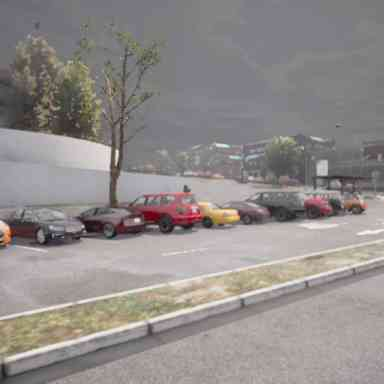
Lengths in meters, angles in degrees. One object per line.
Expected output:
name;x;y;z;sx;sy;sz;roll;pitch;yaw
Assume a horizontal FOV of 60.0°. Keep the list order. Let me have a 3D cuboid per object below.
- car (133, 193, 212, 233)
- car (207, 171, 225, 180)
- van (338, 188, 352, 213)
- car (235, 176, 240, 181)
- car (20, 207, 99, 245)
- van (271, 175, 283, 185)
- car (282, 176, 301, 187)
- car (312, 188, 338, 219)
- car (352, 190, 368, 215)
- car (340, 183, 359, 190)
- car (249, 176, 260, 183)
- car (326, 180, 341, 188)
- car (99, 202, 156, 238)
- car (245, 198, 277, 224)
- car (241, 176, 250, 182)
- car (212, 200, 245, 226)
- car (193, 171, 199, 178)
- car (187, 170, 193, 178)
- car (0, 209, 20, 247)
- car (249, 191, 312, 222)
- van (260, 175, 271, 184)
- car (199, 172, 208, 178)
car;-2.067;1.112;18.764;5.566;2.045;2.435;-1;0;35
car;6.925;-4.023;87.270;1.946;1.575;5.366;6;4;34
van;10.337;0.933;27.353;4.442;1.987;1.878;-1;-1;35
car;12.042;-3.161;79.768;2.002;1.452;4.674;6;4;35
car;-6.927;1.447;15.274;4.892;1.521;2.231;-1;0;35
van;18.931;-2.332;69.791;1.878;1.987;4.442;7;4;35
car;20.698;-1.834;67.434;2.231;1.521;4.892;6;4;35
car;7.799;0.949;25.683;5.566;2.045;2.435;-1;-1;35
car;12.747;0.995;29.104;4.553;1.767;2.185;-1;0;35
car;27.614;-0.704;57.587;2.002;1.452;4.674;6;4;35
car;15.623;-2.658;74.990;1.946;1.575;5.366;6;4;35
car;25.916;-1.267;60.054;2.435;2.045;5.566;6;4;35
car;-4.507;1.433;17.021;4.792;1.488;2.163;-1;0;35
car;2.862;1.322;22.222;4.674;1.452;2.002;-1;0;35
car;13.789;-2.887;77.309;2.002;1.452;4.674;7;4;35
car;0.256;1.322;20.594;5.366;1.575;1.946;-1;0;35
car;3.271;-4.694;91.989;2.185;1.767;4.553;6;3;34
car;1.538;-4.929;94.457;2.185;1.767;4.553;4;1;33
car;-9.395;1.365;13.547;4.553;1.767;2.185;-1;0;34
car;5.286;0.991;23.977;5.566;2.045;2.435;-1;0;35
van;17.199;-2.605;72.260;1.878;1.987;4.442;7;4;35
car;5.068;-4.542;89.524;2.435;2.045;5.566;7;4;34
